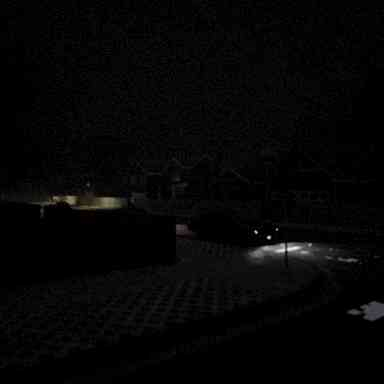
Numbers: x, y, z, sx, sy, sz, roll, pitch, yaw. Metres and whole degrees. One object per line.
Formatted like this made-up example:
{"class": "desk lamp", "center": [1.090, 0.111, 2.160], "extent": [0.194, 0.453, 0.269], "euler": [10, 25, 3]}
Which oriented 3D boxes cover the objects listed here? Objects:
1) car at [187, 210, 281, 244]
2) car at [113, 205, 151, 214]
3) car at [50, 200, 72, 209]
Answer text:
{"class": "car", "center": [1.877, 1.659, 17.005], "extent": [2.033, 1.411, 5.357], "euler": [-1, 0, -36]}
{"class": "car", "center": [-4.814, 1.746, 26.294], "extent": [1.994, 1.385, 4.181], "euler": [-1, 0, -36]}
{"class": "car", "center": [-17.417, 1.833, 43.895], "extent": [2.033, 1.411, 5.357], "euler": [-1, 1, -35]}
